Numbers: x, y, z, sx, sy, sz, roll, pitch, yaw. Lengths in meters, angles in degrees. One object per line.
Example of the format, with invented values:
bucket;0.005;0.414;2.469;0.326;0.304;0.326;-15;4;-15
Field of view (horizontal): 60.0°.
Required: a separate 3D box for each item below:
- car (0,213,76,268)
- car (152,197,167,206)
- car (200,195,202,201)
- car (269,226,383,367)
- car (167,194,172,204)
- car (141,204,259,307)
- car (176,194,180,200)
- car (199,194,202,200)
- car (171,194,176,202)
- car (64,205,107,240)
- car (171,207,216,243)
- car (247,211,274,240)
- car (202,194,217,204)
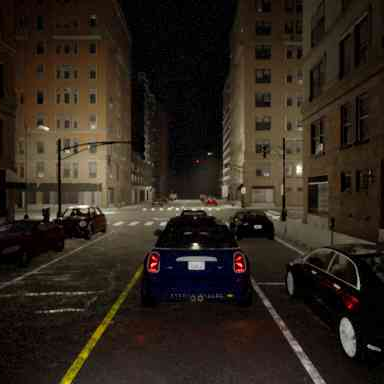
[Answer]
car;-5.645;1.581;11.164;1.802;1.307;4.206;0;0;0
car;-5.507;1.612;53.768;1.802;1.307;4.206;0;0;0
car;3.064;1.600;64.552;2.008;1.369;4.403;0;0;0
car;2.867;1.550;5.641;2.008;1.369;4.403;0;0;0
car;-5.460;1.600;64.584;2.008;1.369;4.403;0;0;0
car;0.097;1.351;8.131;2.097;1.767;4.553;0;0;0
car;-5.347;1.447;91.628;2.192;1.841;5.009;0;0;0
car;3.109;1.516;75.370;1.967;1.590;4.097;0;0;0
car;-5.393;1.618;80.640;1.752;1.417;4.829;0;0;0
car;-5.632;1.439;16.665;1.967;1.590;4.097;0;0;0
car;0.084;1.563;16.714;1.994;1.385;4.181;0;0;0
car;2.894;1.565;16.644;1.947;1.339;4.313;0;0;0
car;3.018;1.471;53.734;1.967;1.590;4.097;0;0;0
